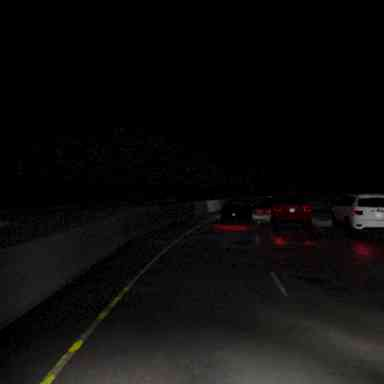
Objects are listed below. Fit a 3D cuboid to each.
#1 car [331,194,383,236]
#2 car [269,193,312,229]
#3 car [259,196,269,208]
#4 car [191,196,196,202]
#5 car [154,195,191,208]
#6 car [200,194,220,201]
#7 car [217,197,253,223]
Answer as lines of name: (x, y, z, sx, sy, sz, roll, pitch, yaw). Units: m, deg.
car: (8.961, 1.104, 17.616, 2.150, 2.045, 5.566, 0, 0, 11)
car: (6.085, 1.074, 20.739, 2.150, 2.045, 5.566, 0, 0, 13)
car: (9.614, 1.196, 40.941, 2.128, 1.511, 4.902, 0, 0, 26)
car: (-1.107, 1.142, 43.257, 1.882, 1.535, 5.008, 0, 0, 25)
car: (-1.985, 1.279, 31.395, 1.812, 1.442, 4.674, 0, 0, 18)
car: (3.288, 1.048, 58.680, 2.128, 1.511, 4.902, 0, 0, 32)
car: (3.330, 1.299, 23.980, 1.882, 1.535, 5.008, 0, 0, 14)
